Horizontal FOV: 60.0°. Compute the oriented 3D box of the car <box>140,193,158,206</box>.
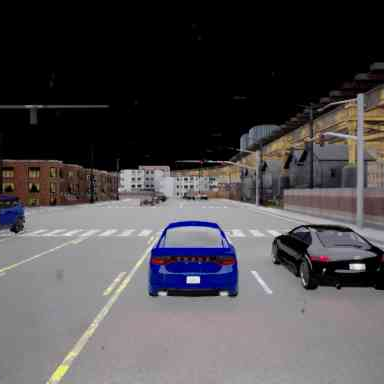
[{"bbox_3d":[-7.251,1.352,54.607,2.097,1.767,4.553,0,0,0],"label":"car"}]

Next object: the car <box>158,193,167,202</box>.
[{"bbox_3d":[-7.225,1.225,73.640,2.150,2.045,5.566,0,0,0],"label":"car"}]

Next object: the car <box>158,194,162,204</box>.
[{"bbox_3d":[-7.246,1.526,63.406,1.812,1.442,4.674,0,0,0],"label":"car"}]

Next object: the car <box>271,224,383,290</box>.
[{"bbox_3d":[3.538,1.564,9.104,1.994,1.385,4.181,0,0,0],"label":"car"}]

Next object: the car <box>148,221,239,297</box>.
[{"bbox_3d":[0.035,1.478,8.638,1.882,1.535,5.008,0,0,0],"label":"car"}]

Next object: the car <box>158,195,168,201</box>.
[{"bbox_3d":[-7.258,1.539,84.147,2.033,1.411,5.357,0,0,0],"label":"car"}]

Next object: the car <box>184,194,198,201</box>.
[{"bbox_3d":[-0.282,1.345,86.759,2.097,1.767,4.553,0,0,-3],"label":"car"}]

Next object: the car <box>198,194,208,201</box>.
[{"bbox_3d":[3.204,1.471,87.658,1.882,1.535,5.008,0,0,-3],"label":"car"}]

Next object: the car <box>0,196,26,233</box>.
[{"bbox_3d":[-10.382,1.221,16.524,2.150,2.045,5.566,1,0,-2],"label":"car"}]
